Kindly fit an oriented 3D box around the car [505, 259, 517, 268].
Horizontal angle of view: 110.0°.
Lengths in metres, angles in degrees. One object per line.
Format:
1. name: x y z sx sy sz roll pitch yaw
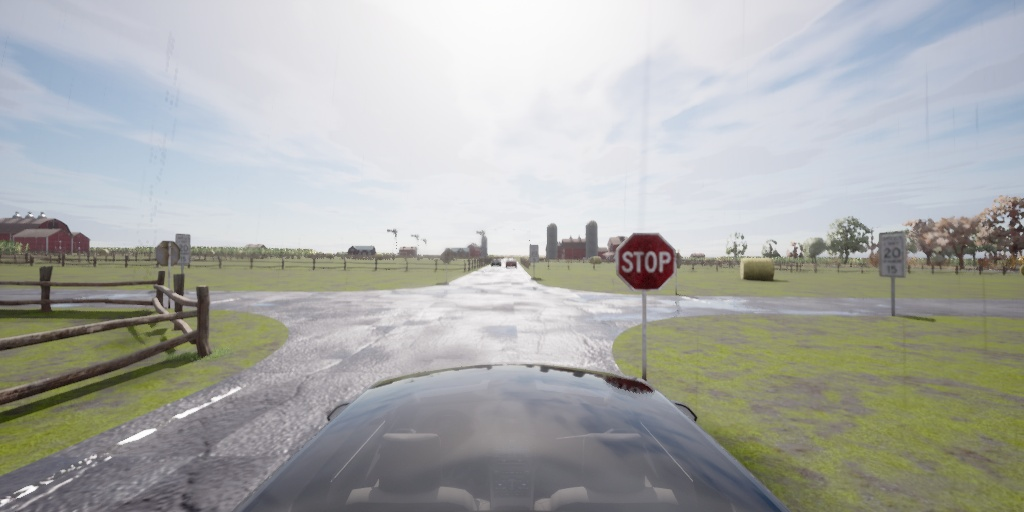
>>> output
1. car: -0.128 1.213 60.571 1.882 1.535 5.008 0 0 0
